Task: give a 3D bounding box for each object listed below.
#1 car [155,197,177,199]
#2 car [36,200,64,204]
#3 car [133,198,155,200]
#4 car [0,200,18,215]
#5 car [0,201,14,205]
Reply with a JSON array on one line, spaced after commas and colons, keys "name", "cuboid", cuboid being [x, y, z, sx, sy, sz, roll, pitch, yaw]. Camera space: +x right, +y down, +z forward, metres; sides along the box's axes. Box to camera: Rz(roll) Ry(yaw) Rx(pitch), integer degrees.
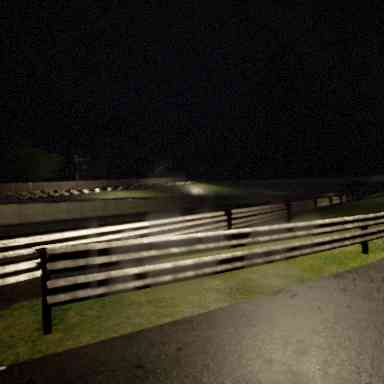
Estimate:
[{"name": "car", "cuboid": [-3.180, 1.572, 51.621, 1.812, 1.442, 4.674, -1, 0, 31]}, {"name": "car", "cuboid": [-14.367, 1.612, 32.779, 1.837, 1.490, 4.892, -1, 0, 31]}, {"name": "car", "cuboid": [-6.420, 1.626, 53.022, 2.033, 1.411, 5.357, -1, 0, 31]}, {"name": "car", "cuboid": [-21.196, 1.690, 34.977, 1.837, 1.490, 4.892, -1, 0, 31]}, {"name": "car", "cuboid": [-19.381, 1.637, 31.166, 1.882, 1.535, 5.008, -1, 0, 31]}]
